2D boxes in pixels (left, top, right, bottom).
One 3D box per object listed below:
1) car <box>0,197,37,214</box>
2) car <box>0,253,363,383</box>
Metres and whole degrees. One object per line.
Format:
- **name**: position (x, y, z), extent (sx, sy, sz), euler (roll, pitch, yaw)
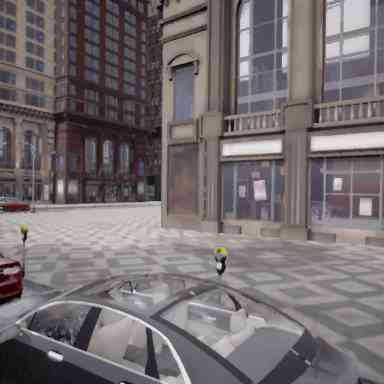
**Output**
- **car**: position (-19.313, 1.356, 36.028), extent (2.097, 1.767, 4.553), euler (1, 0, 35)
- **car**: position (-0.663, 1.547, 3.423), extent (4.403, 1.369, 2.008), euler (0, 1, 36)
